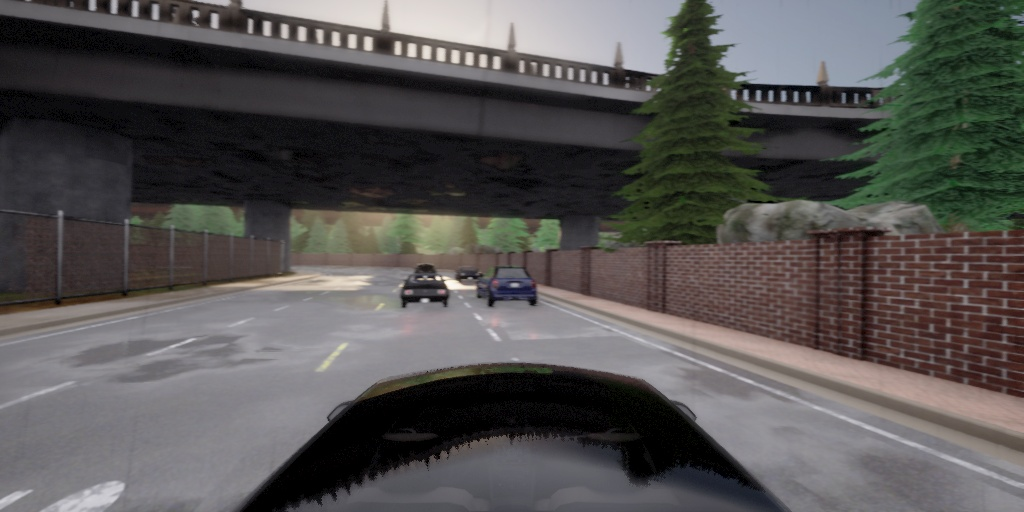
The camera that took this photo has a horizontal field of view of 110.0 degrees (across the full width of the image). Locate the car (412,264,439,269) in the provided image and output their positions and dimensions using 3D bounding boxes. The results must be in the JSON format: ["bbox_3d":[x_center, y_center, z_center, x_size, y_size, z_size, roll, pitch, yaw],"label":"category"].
[{"bbox_3d":[-7.353,1.375,30.471,1.837,1.490,4.892,1,0,-14],"label":"car"}]

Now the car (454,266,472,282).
[{"bbox_3d":[-3.899,1.518,31.109,1.895,1.301,4.718,1,0,-14],"label":"car"}]

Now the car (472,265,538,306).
[{"bbox_3d":[-0.383,1.205,16.502,2.097,1.767,4.553,1,-1,-13],"label":"car"}]

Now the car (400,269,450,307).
[{"bbox_3d":[-3.795,1.405,15.707,1.895,1.301,4.718,1,0,-13],"label":"car"}]
